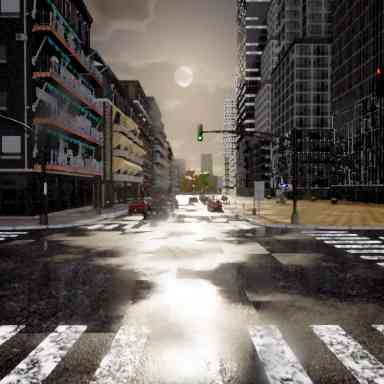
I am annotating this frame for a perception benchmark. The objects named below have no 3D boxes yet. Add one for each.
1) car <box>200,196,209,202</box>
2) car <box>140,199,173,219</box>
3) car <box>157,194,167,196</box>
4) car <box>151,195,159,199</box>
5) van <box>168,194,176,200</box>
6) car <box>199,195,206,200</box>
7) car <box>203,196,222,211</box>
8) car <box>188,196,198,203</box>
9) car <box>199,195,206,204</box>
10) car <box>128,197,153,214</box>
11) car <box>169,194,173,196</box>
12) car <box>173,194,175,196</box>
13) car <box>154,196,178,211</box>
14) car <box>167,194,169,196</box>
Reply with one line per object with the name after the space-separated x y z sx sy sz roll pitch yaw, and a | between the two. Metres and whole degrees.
2.821 1.555 74.880 1.887 1.381 4.507 -1 0 0 | car
-3.032 1.563 29.072 1.994 1.385 4.181 0 0 0 | car
-5.583 1.317 52.247 2.192 1.841 5.009 -1 0 0 | car
-5.608 1.440 40.948 1.967 1.590 4.097 -1 0 0 | car
-5.490 1.359 91.787 1.690 1.788 3.998 -1 0 0 | van
2.860 1.543 91.997 1.752 1.417 4.829 -1 0 0 | car
2.741 1.544 40.986 1.887 1.381 4.507 -1 0 0 | car
0.263 1.572 69.768 1.994 1.385 4.181 0 0 0 | car
2.794 1.557 63.581 2.008 1.369 4.403 -1 0 0 | car
-5.619 1.544 35.299 1.887 1.381 4.507 -1 0 0 | car
-5.540 1.590 69.193 1.802 1.307 4.206 -1 0 0 | car
-5.504 1.330 86.140 2.192 1.841 5.009 -1 0 0 | car
-3.004 1.504 38.982 1.837 1.490 4.892 0 0 0 | car
-5.568 1.444 57.894 1.967 1.590 4.097 -1 0 0 | car
